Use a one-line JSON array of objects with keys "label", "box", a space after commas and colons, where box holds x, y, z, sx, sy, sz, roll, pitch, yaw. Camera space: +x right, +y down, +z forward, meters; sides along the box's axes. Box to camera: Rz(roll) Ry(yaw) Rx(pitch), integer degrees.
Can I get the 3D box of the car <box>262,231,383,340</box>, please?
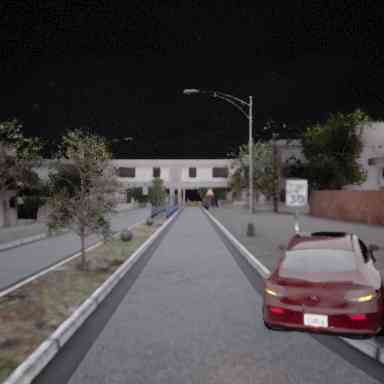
[{"label": "car", "box": [2.611, 1.499, 6.524, 1.812, 1.442, 4.674, -4, -1, 25]}]
